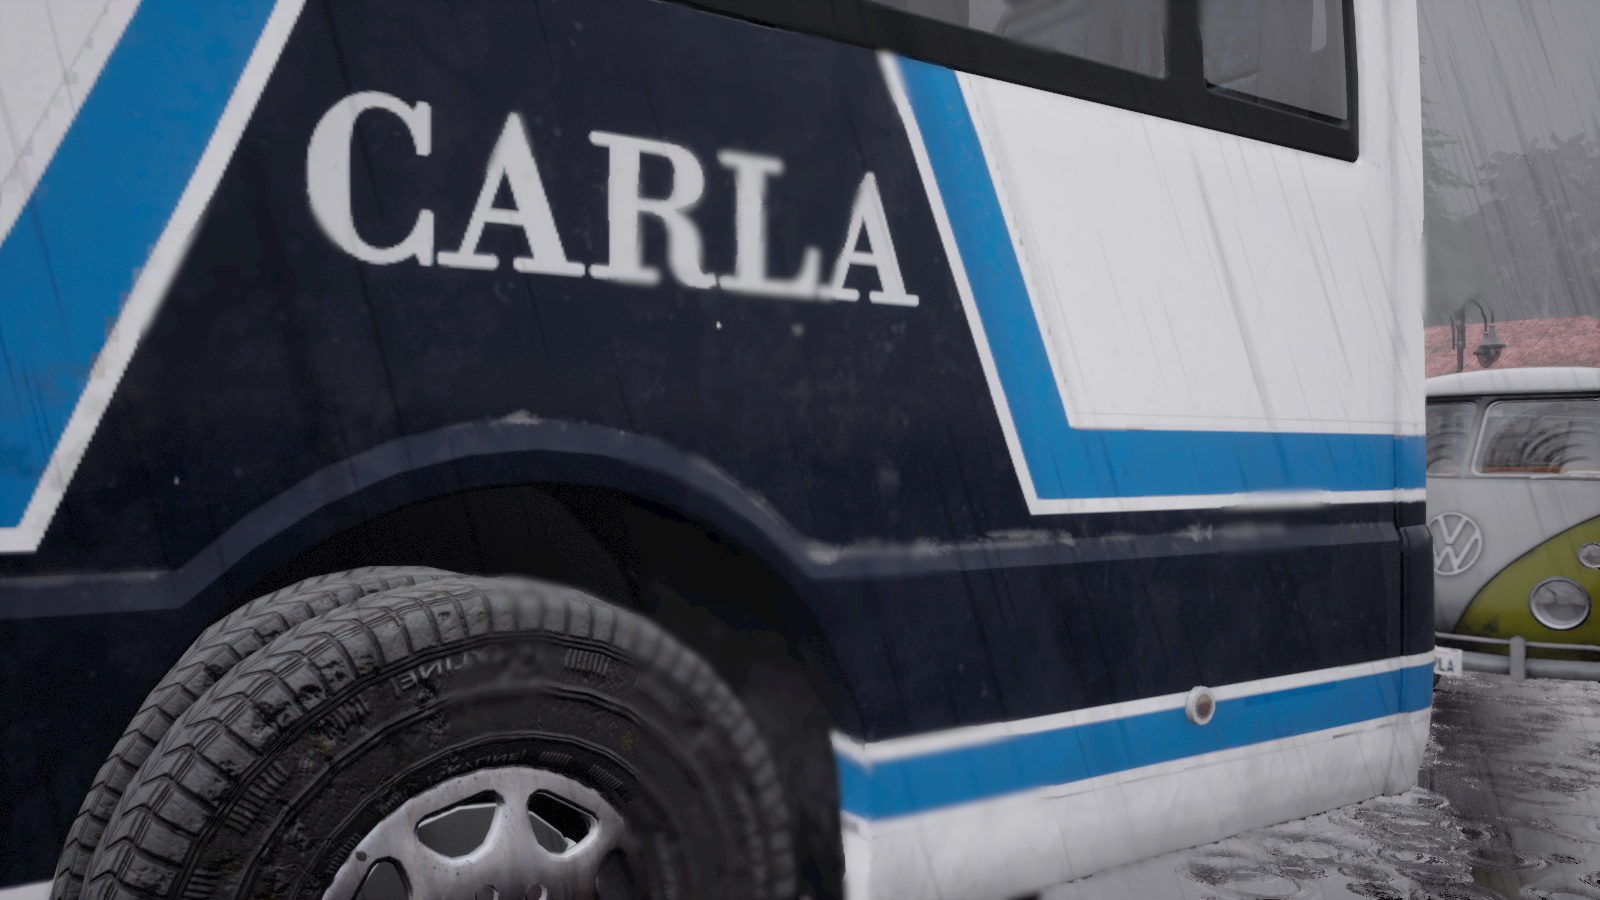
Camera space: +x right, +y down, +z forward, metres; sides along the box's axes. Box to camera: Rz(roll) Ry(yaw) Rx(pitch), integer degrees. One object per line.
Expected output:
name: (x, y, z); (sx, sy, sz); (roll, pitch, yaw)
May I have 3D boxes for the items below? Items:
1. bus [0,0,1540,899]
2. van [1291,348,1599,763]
bus: (-3.492, -0.619, 1.849); (10.273, 4.253, 3.944); (0, 0, -35)
van: (5.213, 0.505, 7.907); (4.442, 1.987, 1.775); (0, 0, -35)
